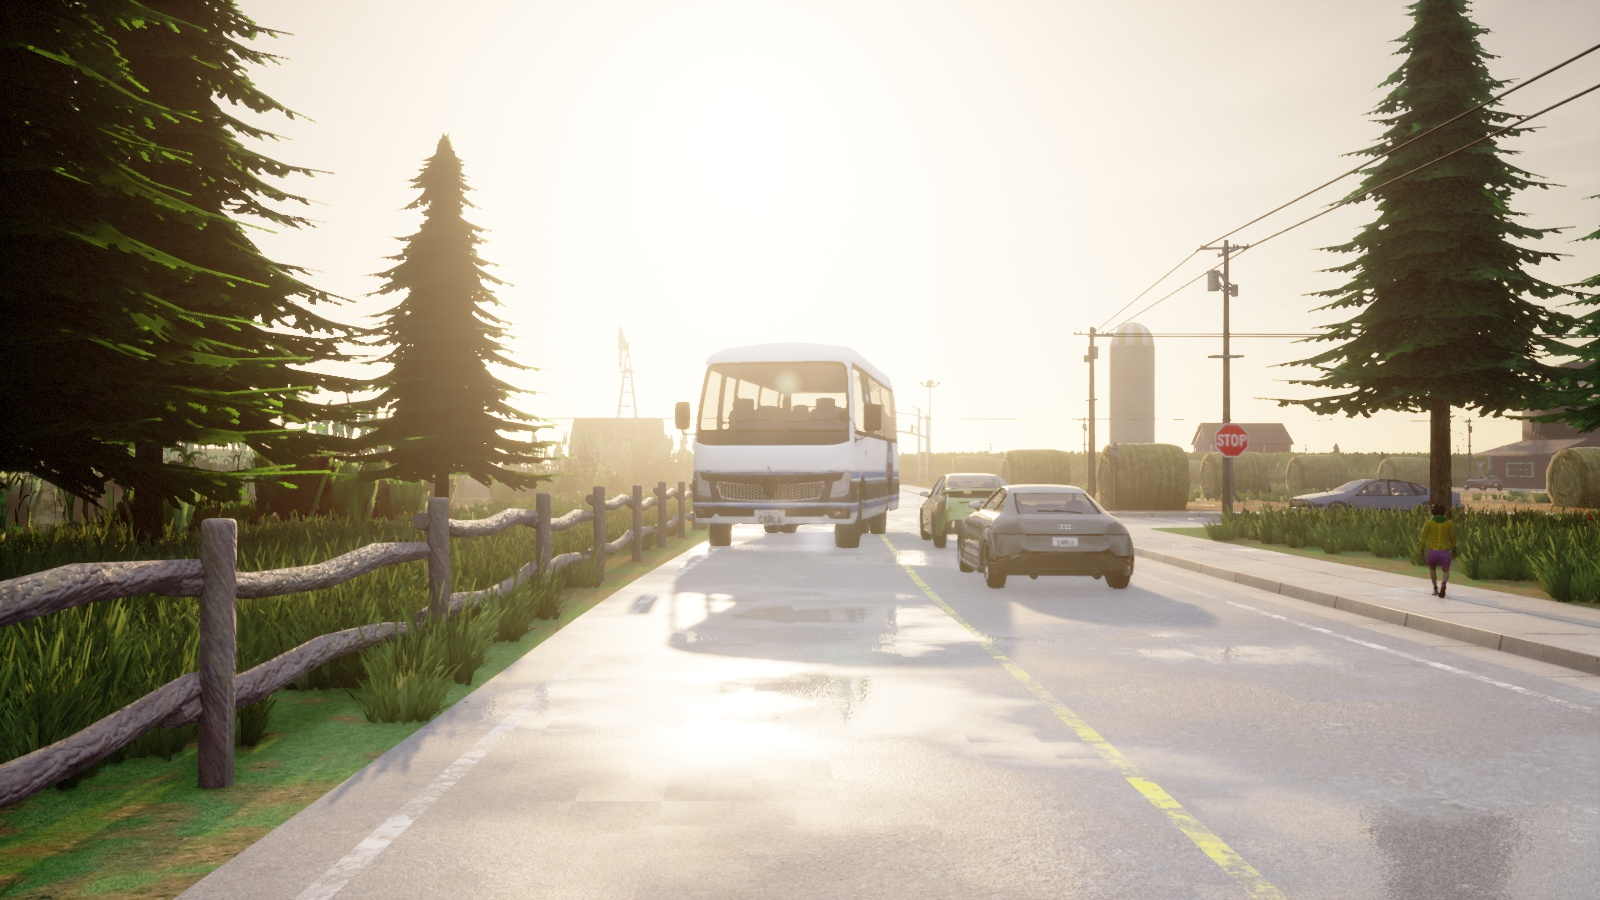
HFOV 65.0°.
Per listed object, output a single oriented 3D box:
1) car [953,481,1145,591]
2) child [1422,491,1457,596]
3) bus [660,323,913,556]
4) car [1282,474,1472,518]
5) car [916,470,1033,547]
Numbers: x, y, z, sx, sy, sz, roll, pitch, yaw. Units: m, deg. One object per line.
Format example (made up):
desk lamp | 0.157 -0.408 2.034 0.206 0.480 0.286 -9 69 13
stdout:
car | 3.467 1.163 18.303 1.994 1.385 4.181 0 -1 1
child | 7.286 1.057 14.310 0.299 1.160 0.473 -1 -1 21
bus | 0.165 -0.096 28.375 3.944 4.253 10.273 -1 -1 9
car | 19.042 1.509 41.586 5.357 1.411 2.033 0 -1 -1
car | 3.664 1.194 27.138 2.007 1.525 4.514 0 -1 1
